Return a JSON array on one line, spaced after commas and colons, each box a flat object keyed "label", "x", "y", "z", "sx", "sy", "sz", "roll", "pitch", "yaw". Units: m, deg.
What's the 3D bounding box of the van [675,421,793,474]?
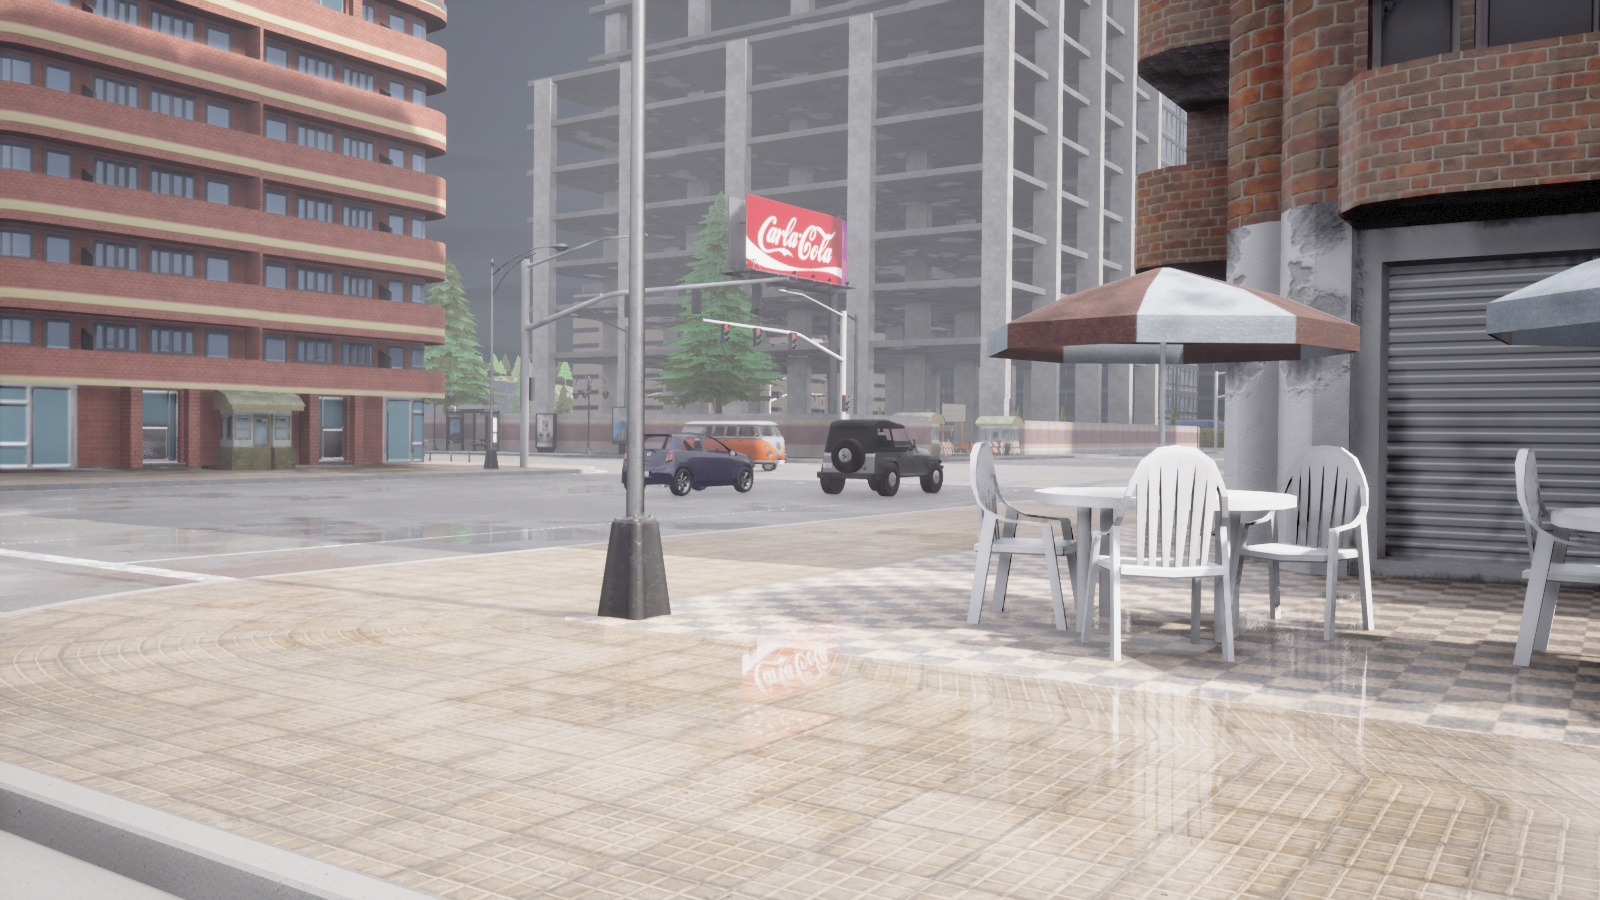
[{"label": "van", "x": -2.609, "y": -0.112, "z": 49.382, "sx": 4.442, "sy": 1.987, "sz": 1.775, "roll": 0, "pitch": 1, "yaw": 33}]

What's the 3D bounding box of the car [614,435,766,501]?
[{"label": "car", "x": -2.659, "y": 0.401, "z": 31.034, "sx": 1.845, "sy": 1.501, "sz": 3.633, "roll": 0, "pitch": 1, "yaw": 34}]

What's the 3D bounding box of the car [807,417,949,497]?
[{"label": "car", "x": 2.044, "y": 0.130, "z": 31.793, "sx": 1.905, "sy": 1.878, "sz": 3.866, "roll": 0, "pitch": 1, "yaw": 34}]
